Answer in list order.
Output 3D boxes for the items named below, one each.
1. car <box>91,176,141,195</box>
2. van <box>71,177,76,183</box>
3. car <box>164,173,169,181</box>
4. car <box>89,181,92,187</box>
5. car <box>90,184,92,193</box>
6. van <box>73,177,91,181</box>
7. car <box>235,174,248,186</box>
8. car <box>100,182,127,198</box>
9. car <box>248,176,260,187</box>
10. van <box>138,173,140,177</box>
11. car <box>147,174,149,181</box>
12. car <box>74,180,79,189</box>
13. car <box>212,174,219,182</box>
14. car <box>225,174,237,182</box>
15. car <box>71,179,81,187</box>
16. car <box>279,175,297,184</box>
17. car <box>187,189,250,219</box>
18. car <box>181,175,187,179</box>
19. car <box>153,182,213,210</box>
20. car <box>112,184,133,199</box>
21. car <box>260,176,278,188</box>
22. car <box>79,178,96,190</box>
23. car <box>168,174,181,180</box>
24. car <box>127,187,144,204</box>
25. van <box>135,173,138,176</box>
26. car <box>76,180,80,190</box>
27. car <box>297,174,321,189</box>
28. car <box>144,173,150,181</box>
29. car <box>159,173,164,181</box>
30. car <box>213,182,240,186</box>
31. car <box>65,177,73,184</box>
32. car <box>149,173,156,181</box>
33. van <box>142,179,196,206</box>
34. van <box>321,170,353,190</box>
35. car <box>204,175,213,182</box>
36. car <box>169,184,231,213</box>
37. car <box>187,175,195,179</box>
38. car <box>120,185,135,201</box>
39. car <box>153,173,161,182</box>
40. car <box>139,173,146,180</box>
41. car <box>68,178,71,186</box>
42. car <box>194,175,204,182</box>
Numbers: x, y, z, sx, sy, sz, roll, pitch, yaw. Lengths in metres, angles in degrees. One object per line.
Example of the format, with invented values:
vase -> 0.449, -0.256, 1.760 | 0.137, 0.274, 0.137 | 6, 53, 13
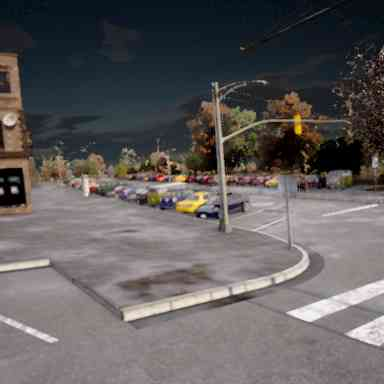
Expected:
car -> -10.634, -0.568, 46.942 | 2.435, 2.045, 5.566 | 0, 7, 43
van -> -24.826, -2.109, 76.940 | 4.442, 1.987, 1.878 | -9, 7, -44
car -> -3.096, -3.078, 72.768 | 4.553, 1.767, 2.185 | -7, 6, -45
car -> -14.679, -0.722, 55.035 | 2.097, 1.535, 5.008 | 1, 7, 44
car -> -12.004, -0.448, 49.629 | 2.097, 1.535, 5.008 | 0, 7, 43
van -> -22.332, -1.816, 71.463 | 4.442, 1.987, 1.878 | -9, 7, -44
car -> 8.837, -1.699, 48.979 | 2.002, 1.452, 4.674 | 1, 6, 42
car -> -9.237, -0.144, 44.260 | 2.002, 1.452, 4.674 | 1, 7, 42
car -> 10.239, -1.572, 46.374 | 2.002, 1.452, 4.674 | 1, 6, 42
van -> -11.813, -4.185, 91.598 | 4.442, 1.987, 1.878 | -7, 6, -44
car -> -8.048, -3.501, 83.560 | 4.792, 1.488, 2.163 | -7, 6, -44
car -> -19.885, -1.286, 65.928 | 2.097, 1.535, 5.008 | 0, 7, 45
car -> 6.208, -2.018, 54.352 | 1.946, 1.575, 5.366 | 1, 6, 43
car -> 7.424, -1.990, 51.561 | 2.185, 1.767, 4.553 | 1, 6, 43
car -> -21.267, -1.413, 68.529 | 5.366, 1.575, 1.946 | -10, 7, -44
car -> 13.206, -1.384, 41.322 | 1.946, 1.575, 5.366 | 0, 6, 41
car -> 2.222, 0.863, 23.059 | 2.163, 1.488, 4.792 | 0, 7, 40
car -> 0.787, -2.509, 64.815 | 2.163, 1.488, 4.792 | 1, 6, 44
car -> -0.638, 0.453, 28.308 | 2.185, 1.767, 4.553 | 0, 6, 40
car -> -6.428, 0.116, 38.922 | 2.002, 1.452, 4.674 | 0, 7, 42
car -> 11.537, -1.473, 43.632 | 1.946, 1.575, 5.366 | 1, 6, 42
car -> -17.297, -1.129, 60.472 | 2.185, 1.767, 4.553 | 1, 7, 44
car -> -1.811, -2.813, 70.116 | 2.097, 1.535, 5.008 | 1, 6, 45
car -> -3.555, 0.330, 33.610 | 2.231, 1.521, 4.892 | 0, 7, 41
van -> -13.044, -4.331, 94.307 | 4.442, 1.987, 1.878 | -7, 6, -44
car -> -18.589, -1.144, 63.205 | 2.231, 1.521, 4.892 | 1, 7, 45
car -> 14.500, -1.364, 38.567 | 2.185, 1.767, 4.553 | 0, 6, 41
car -> -9.242, -3.652, 86.312 | 4.792, 1.488, 2.163 | -7, 6, -44
car -> -4.326, -3.097, 75.483 | 4.892, 1.521, 2.231 | -7, 6, -44
car -> 2.109, 0.058, 33.236 | 2.033, 1.411, 5.357 | -6, 5, -29
car -> -27.403, -2.411, 82.302 | 5.566, 2.045, 2.435 | -10, 7, -44
car -> -6.797, -3.640, 80.879 | 5.566, 2.045, 2.435 | -7, 6, -44
van -> -2.030, 0.214, 31.042 | 1.878, 1.987, 4.442 | 0, 7, 41
van -> 15.906, -1.336, 35.922 | 1.878, 1.987, 4.442 | 1, 6, 41
car -> 4.749, -2.257, 56.855 | 2.185, 1.767, 4.553 | 2, 6, 43
car -> 1.007, 0.669, 25.861 | 1.946, 1.575, 5.366 | 0, 6, 40
car -> 2.055, -2.366, 62.106 | 2.163, 1.488, 4.792 | 2, 6, 44
car -> -4.988, 0.242, 36.265 | 2.002, 1.452, 4.674 | 0, 7, 41
car -> -5.692, -3.228, 78.045 | 5.366, 1.575, 1.946 | -7, 7, -44
car -> -10.624, -3.811, 88.862 | 5.366, 1.575, 1.946 | -7, 7, -44
car -> -26.131, -2.018, 79.611 | 5.008, 1.535, 2.097 | -9, 7, -44
car -> 3.387, -2.263, 59.481 | 2.097, 1.535, 5.008 | 1, 6, 44
